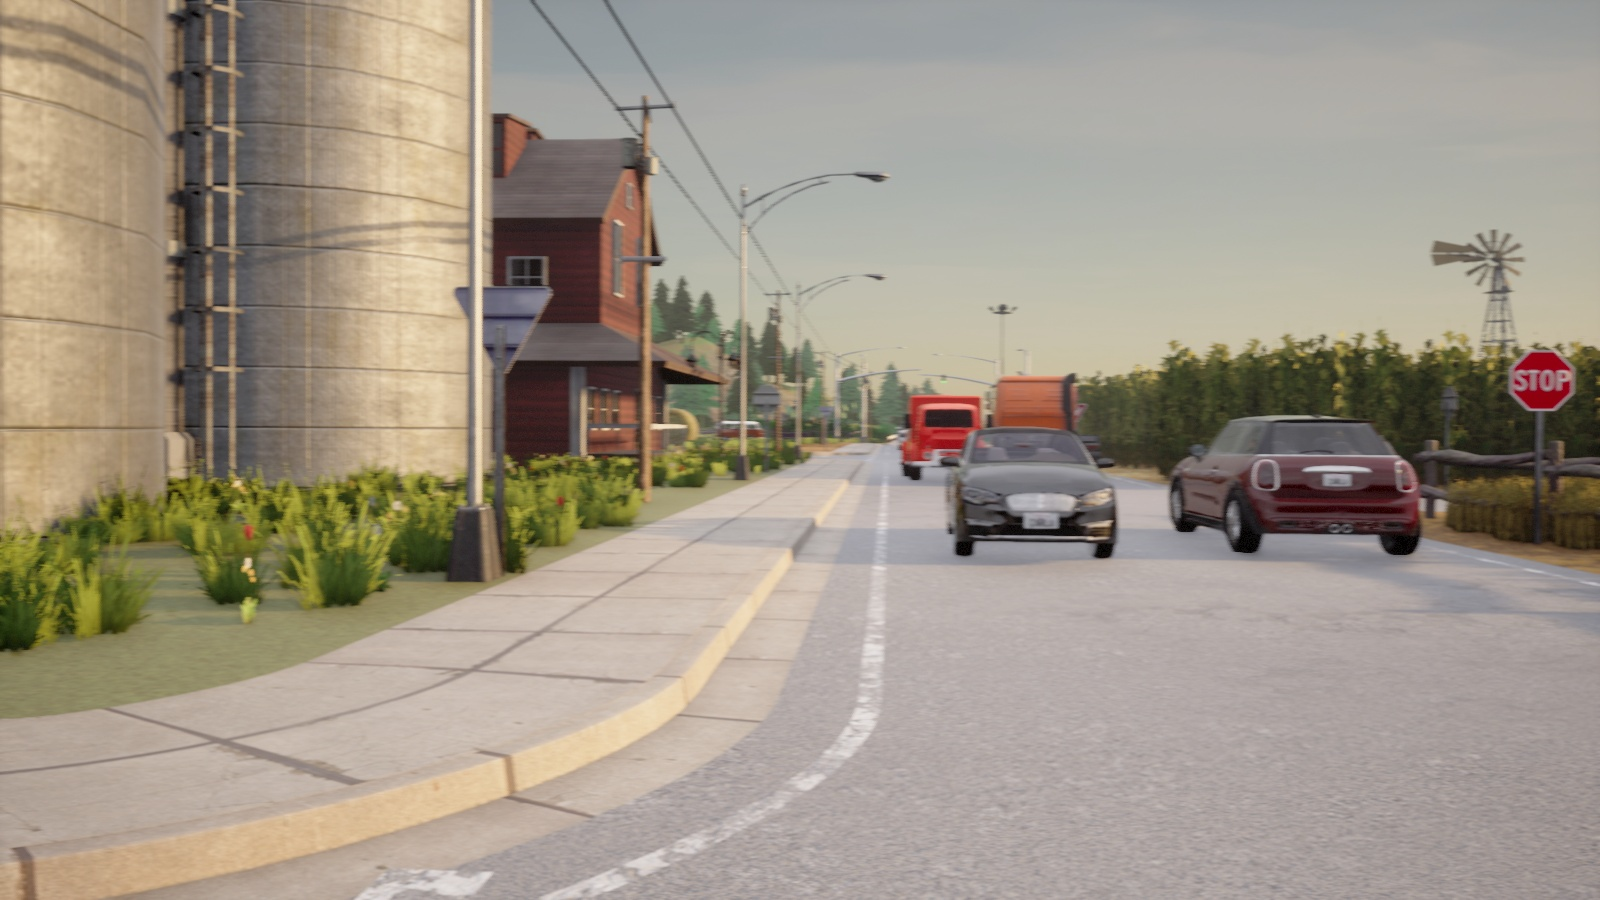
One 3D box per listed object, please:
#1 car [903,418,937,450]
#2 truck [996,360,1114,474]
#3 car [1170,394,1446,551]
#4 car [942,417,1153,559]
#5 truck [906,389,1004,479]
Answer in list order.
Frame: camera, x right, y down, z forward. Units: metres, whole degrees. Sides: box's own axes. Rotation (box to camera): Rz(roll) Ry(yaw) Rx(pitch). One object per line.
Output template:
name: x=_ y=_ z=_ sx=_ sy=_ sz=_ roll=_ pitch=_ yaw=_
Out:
car: x=8.003 y=-1.115 z=83.968 sx=2.150 sy=2.045 sz=5.566 roll=-1 pitch=1 yaw=4
truck: x=8.377 y=-1.087 z=42.245 sx=2.891 sy=3.462 sz=7.936 roll=-1 pitch=1 yaw=4
car: x=6.462 y=0.223 z=16.606 sx=2.097 sy=1.767 sz=4.553 roll=-1 pitch=1 yaw=4
car: x=2.935 y=0.372 z=15.944 sx=2.128 sy=1.511 sz=4.902 roll=-1 pitch=1 yaw=5
truck: x=4.502 y=-0.455 z=37.342 sx=2.627 sy=2.467 sz=5.204 roll=-1 pitch=0 yaw=4
